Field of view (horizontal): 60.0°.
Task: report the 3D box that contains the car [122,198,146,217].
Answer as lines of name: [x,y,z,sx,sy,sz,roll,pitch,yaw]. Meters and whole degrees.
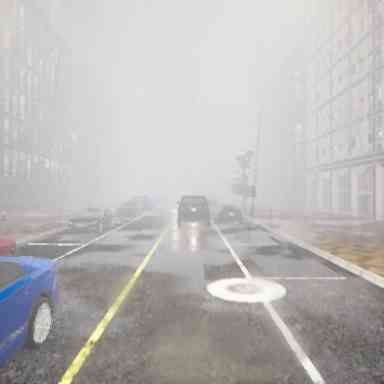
car: [-5.679,1.509,30.504,1.887,1.381,4.507,0,0,0]

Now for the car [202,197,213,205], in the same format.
car: [2.708,1.502,58.948,1.802,1.307,4.206,0,0,0]

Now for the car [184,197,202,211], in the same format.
car: [0.111,1.441,41.405,2.128,1.511,4.902,0,0,0]

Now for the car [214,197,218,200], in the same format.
car: [2.707,1.379,47.563,1.967,1.590,4.097,0,0,0]

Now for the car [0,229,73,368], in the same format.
car: [-3.099,1.474,3.386,1.882,1.535,5.008,0,0,0]

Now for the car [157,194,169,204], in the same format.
car: [-5.671,1.361,58.964,1.967,1.590,4.097,0,0,0]

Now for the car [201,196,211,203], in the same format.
car: [2.710,1.436,64.810,1.752,1.417,4.829,0,0,0]

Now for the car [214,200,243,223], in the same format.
car: [2.700,1.537,24.797,1.947,1.339,4.313,0,0,0]

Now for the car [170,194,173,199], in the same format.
car: [-5.669,1.467,70.350,1.947,1.339,4.313,0,0,0]

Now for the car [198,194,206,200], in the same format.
car: [2.718,1.299,93.099,1.967,1.590,4.097,0,0,0]

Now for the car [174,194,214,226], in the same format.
car: [0.107,1.194,23.092,2.150,2.045,5.566,0,0,0]

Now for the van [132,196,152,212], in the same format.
van: [-5.677,1.297,36.196,1.690,1.788,3.998,0,0,0]

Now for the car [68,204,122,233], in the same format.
car: [-5.682,1.529,19.119,2.008,1.369,4.403,0,0,0]

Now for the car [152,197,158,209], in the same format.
car: [-5.676,1.530,41.889,1.802,1.307,4.206,0,0,0]
